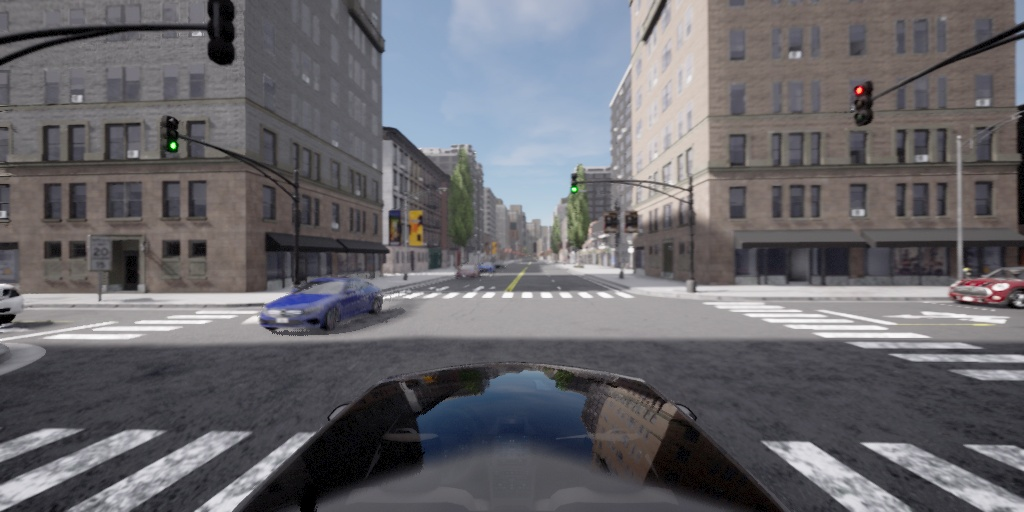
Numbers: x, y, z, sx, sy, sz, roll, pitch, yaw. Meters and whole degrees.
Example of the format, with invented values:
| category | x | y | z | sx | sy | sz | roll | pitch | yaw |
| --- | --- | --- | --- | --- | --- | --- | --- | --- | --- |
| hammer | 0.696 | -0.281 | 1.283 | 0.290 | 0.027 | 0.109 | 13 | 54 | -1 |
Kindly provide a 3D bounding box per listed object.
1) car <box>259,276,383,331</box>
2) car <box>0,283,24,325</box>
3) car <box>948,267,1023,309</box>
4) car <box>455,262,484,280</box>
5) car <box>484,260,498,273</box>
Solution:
| category | x | y | z | sx | sy | sz | roll | pitch | yaw |
| --- | --- | --- | --- | --- | --- | --- | --- | --- | --- |
| car | -5.773 | 1.406 | 11.551 | 1.812 | 1.442 | 4.674 | 0 | 0 | 4 |
| car | -18.111 | 1.171 | 10.596 | 5.566 | 2.045 | 2.150 | 0 | 0 | 4 |
| car | 19.838 | 1.138 | 13.907 | 4.097 | 1.591 | 1.967 | 0 | 0 | 4 |
| car | -4.286 | 1.567 | 35.571 | 1.812 | 1.442 | 4.674 | 0 | 1 | 4 |
| car | -3.447 | 1.569 | 49.264 | 1.882 | 1.535 | 5.008 | 0 | 0 | 4 |
